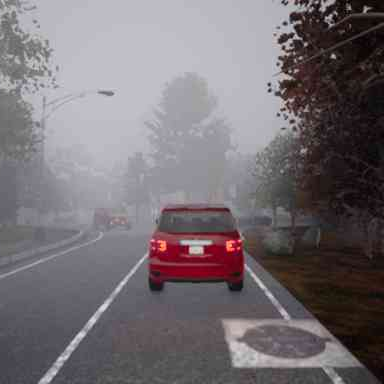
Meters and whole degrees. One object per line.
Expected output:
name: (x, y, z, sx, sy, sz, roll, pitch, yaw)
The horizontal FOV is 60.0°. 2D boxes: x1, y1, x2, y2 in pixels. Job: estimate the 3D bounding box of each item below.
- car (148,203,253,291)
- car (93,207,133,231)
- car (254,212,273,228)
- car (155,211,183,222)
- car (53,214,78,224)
car: (0.100, 1.330, 9.392, 2.150, 2.045, 5.566, 0, -1, 0)
car: (-7.375, 2.425, 30.557, 2.150, 2.045, 5.566, 4, -5, -33)
car: (7.066, 2.984, 36.629, 2.097, 1.767, 4.553, -3, -5, 40)
car: (-4.657, 4.846, 66.512, 5.566, 2.045, 2.150, 1, -4, -6)
car: (-19.537, 4.165, 51.563, 1.882, 1.535, 5.008, -1, -4, 9)
